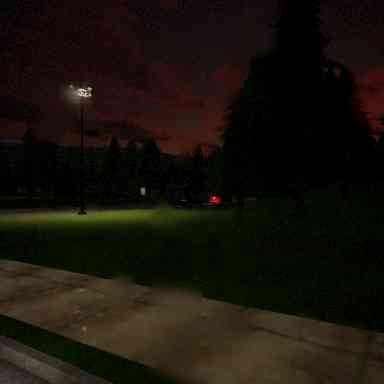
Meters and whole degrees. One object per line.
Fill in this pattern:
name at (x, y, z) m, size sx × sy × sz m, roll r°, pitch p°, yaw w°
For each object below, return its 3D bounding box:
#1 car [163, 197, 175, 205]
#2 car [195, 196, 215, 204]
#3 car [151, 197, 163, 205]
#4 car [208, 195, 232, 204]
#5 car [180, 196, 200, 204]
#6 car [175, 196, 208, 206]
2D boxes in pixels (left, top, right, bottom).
car at (-2.419, 1.564, 56.560) m, size 1.994 × 1.385 × 4.181 m, roll 0°, pitch 0°, yaw 34°
car at (2.542, 1.526, 64.283) m, size 1.812 × 1.442 × 4.674 m, roll 0°, pitch 0°, yaw 33°
car at (-5.349, 1.564, 58.474) m, size 1.994 × 1.385 × 4.181 m, roll 0°, pitch 0°, yaw 34°
car at (5.491, 1.221, 62.398) m, size 2.150 × 2.045 × 5.566 m, roll 0°, pitch 0°, yaw 33°
car at (-0.390, 1.525, 66.194) m, size 1.812 × 1.442 × 4.674 m, roll 0°, pitch 0°, yaw 33°
car at (0.023, 1.491, 53.910) m, size 2.128 × 1.511 × 4.902 m, roll 0°, pitch 0°, yaw 34°
